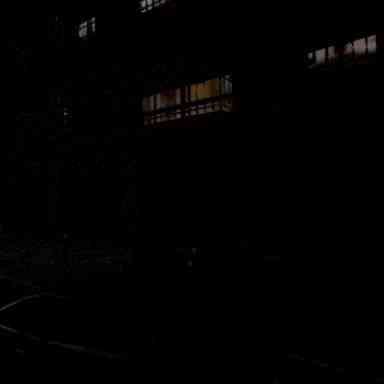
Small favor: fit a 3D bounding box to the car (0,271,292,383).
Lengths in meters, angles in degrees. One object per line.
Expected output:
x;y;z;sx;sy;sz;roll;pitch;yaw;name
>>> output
-1.085;1.606;3.746;4.313;1.339;1.947;-1;-1;35;car
